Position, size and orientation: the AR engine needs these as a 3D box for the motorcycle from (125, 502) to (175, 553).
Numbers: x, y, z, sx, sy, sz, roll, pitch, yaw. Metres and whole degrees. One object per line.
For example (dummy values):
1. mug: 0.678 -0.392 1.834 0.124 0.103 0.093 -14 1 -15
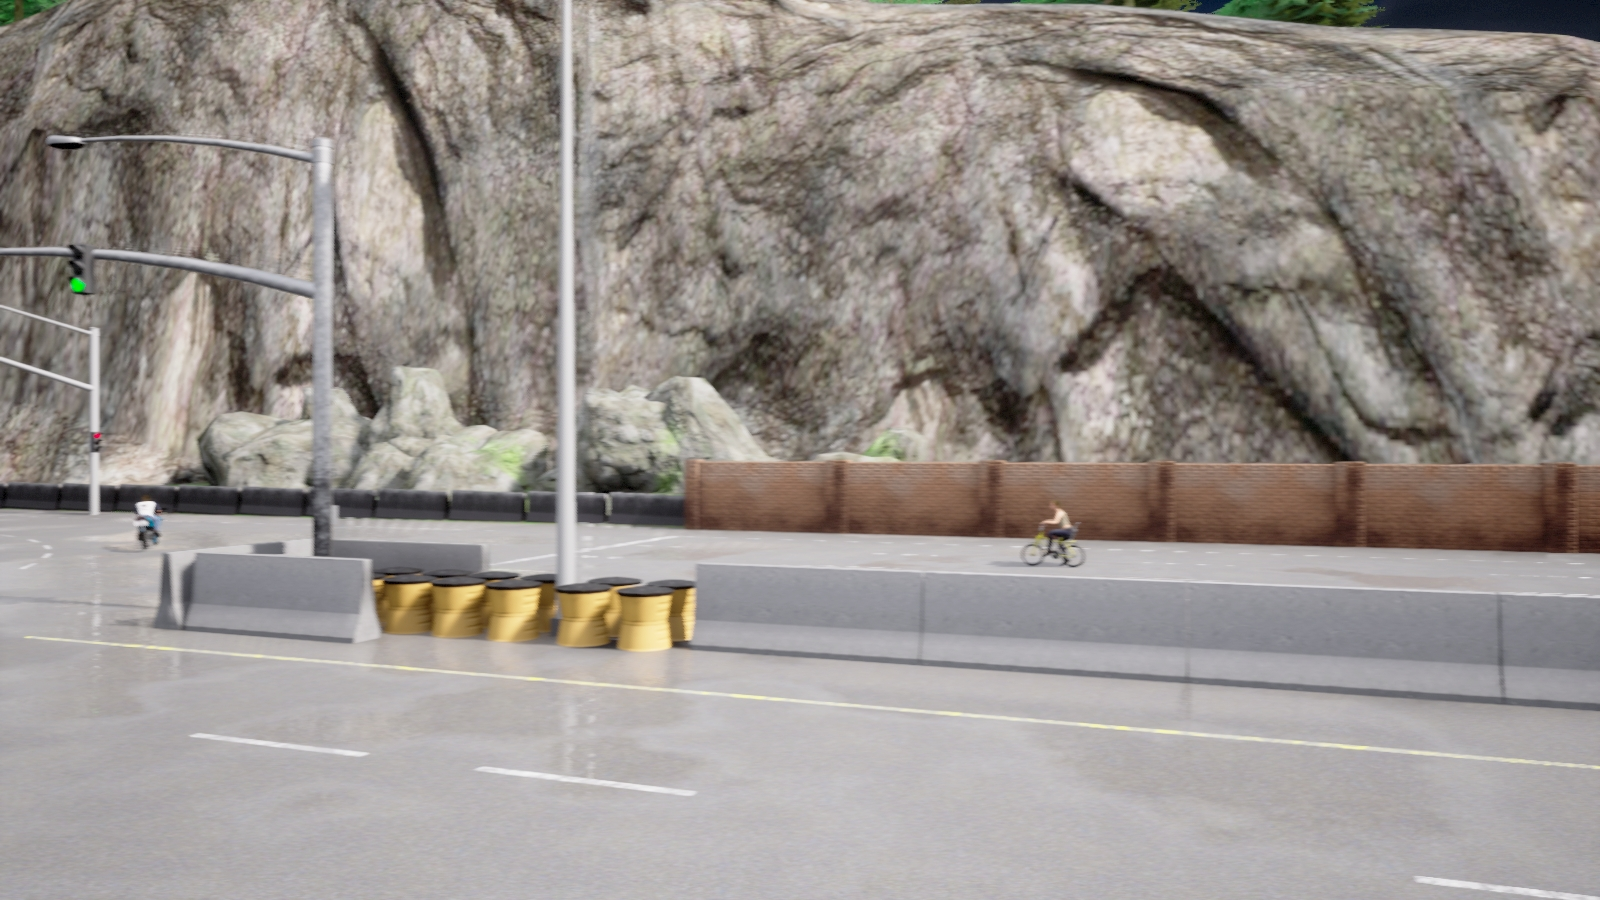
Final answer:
1. motorcycle: -18.114 2.146 31.880 0.803 1.217 2.033 -5 2 -20
